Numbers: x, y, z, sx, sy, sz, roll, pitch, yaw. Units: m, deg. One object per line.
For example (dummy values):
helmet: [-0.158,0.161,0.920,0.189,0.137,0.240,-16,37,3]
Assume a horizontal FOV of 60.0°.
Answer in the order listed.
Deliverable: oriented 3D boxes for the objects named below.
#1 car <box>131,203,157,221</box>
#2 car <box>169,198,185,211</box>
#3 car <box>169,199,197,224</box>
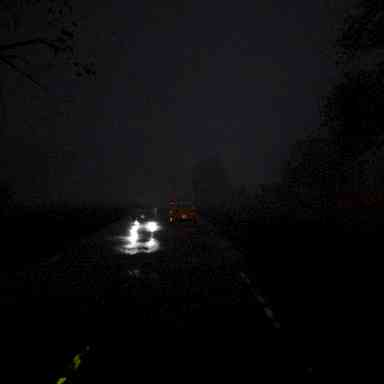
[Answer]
car: [-3.963,1.627,28.049,1.895,1.301,4.718,0,0,-4]
car: [-1.963,1.562,42.719,1.812,1.442,4.674,0,0,-5]
car: [-0.682,1.497,25.193,1.882,1.535,5.008,0,0,-3]
